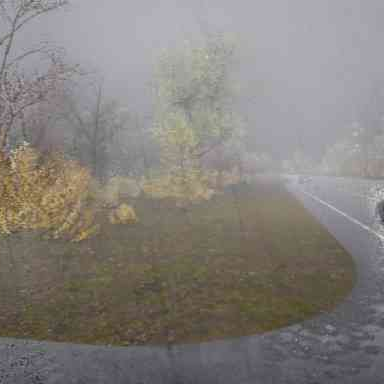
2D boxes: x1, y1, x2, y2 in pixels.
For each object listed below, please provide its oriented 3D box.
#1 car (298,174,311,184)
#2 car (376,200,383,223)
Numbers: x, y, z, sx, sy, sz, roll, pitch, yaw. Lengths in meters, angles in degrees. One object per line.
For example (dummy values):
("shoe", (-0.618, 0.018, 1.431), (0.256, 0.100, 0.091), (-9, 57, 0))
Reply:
("car", (18.455, -2.107, 54.546), (2.128, 1.511, 4.902), (-4, 3, 17))
("car", (8.502, 0.661, 12.512), (1.994, 1.385, 4.181), (-4, 3, 13))
